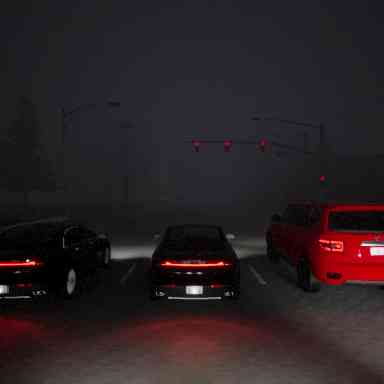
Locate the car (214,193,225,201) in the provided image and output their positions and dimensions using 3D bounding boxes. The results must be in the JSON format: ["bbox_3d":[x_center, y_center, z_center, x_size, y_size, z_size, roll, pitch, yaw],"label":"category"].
[{"bbox_3d":[7.010,1.492,81.470,1.837,1.490,4.892,0,0,0],"label":"car"}]

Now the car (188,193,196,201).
[{"bbox_3d":[0.010,1.517,81.471,2.128,1.511,4.902,0,0,0],"label":"car"}]

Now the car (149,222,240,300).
[{"bbox_3d":[0.063,1.505,8.367,1.837,1.490,4.892,0,0,0],"label":"car"}]

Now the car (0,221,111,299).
[{"bbox_3d":[-3.437,1.505,8.420,1.837,1.490,4.892,0,0,0],"label":"car"}]

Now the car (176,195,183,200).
[{"bbox_3d":[-3.489,1.427,91.922,1.895,1.301,4.718,0,0,0],"label":"car"}]

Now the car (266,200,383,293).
[{"bbox_3d":[3.567,1.221,9.015,2.150,2.045,5.566,0,0,0],"label":"car"}]

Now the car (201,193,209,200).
[{"bbox_3d":[3.511,1.187,91.861,2.097,1.767,4.553,0,0,0],"label":"car"}]

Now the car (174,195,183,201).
[{"bbox_3d":[-3.490,1.516,81.888,1.812,1.442,4.674,0,0,0],"label":"car"}]

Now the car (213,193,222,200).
[{"bbox_3d":[7.011,1.187,91.860,2.097,1.767,4.553,0,0,0],"label":"car"}]

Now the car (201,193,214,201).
[{"bbox_3d":[3.510,1.347,81.857,2.097,1.767,4.553,0,0,0],"label":"car"}]
